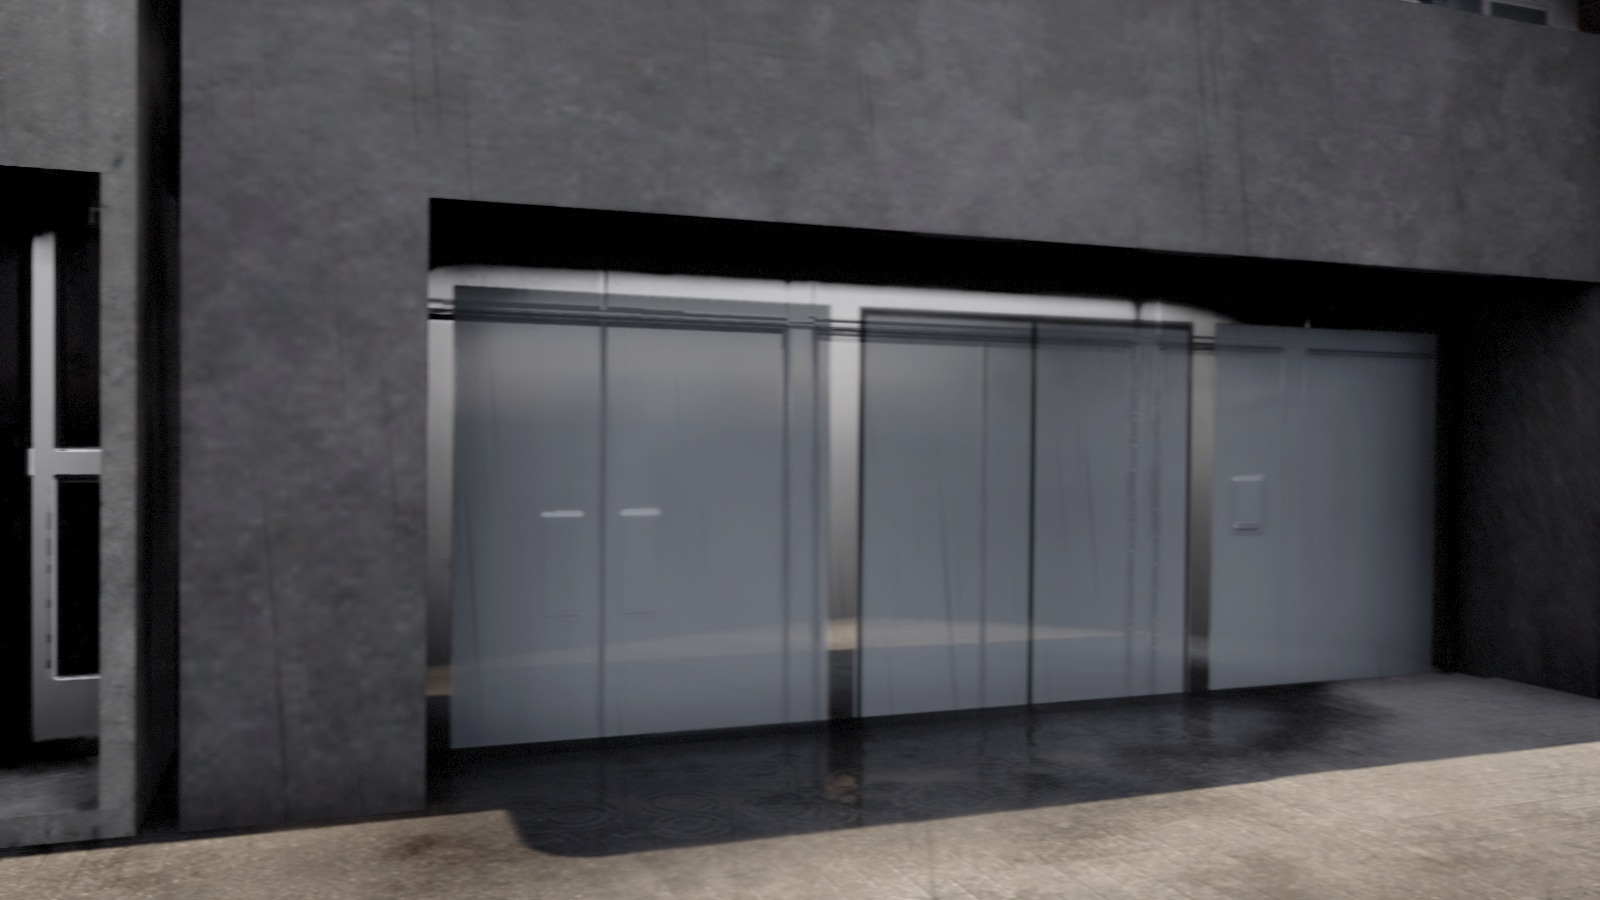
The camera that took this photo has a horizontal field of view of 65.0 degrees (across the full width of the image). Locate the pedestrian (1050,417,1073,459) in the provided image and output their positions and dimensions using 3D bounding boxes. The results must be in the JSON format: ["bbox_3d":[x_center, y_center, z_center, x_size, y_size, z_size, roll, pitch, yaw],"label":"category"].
[{"bbox_3d":[12.242,-0.581,58.822,0.659,1.952,0.873,-1,1,-22],"label":"pedestrian"}]
